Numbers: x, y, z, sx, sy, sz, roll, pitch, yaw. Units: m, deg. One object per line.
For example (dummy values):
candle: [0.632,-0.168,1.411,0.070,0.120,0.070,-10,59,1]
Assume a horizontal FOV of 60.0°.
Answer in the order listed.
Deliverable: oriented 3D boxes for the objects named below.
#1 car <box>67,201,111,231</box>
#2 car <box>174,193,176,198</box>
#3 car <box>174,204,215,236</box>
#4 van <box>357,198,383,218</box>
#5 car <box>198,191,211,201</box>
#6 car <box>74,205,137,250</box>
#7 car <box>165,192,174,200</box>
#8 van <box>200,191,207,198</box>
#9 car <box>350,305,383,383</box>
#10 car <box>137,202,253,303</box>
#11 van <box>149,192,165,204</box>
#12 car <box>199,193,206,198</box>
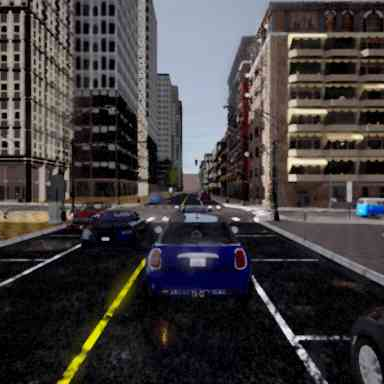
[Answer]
car: [-5.662,1.286,19.156,1.967,1.590,4.097,0,0,0]
car: [-5.555,0.751,90.485,1.967,1.590,4.097,0,0,0]
car: [0.127,1.418,18.026,1.994,1.385,4.181,0,0,0]
van: [16.975,1.465,29.857,3.998,1.788,1.690,1,-1,0]
car: [2.792,0.787,68.270,2.192,1.841,5.009,0,0,0]
car: [-3.013,1.454,13.677,1.994,1.385,4.181,0,0,1]
car: [-5.580,0.958,73.663,1.752,1.417,4.829,0,0,0]
van: [2.817,0.692,84.922,1.690,1.788,3.998,0,0,0]
car: [2.693,1.532,2.199,2.008,1.369,4.403,0,0,0]
car: [0.112,1.284,8.200,2.097,1.767,4.553,0,0,0]
van: [-5.613,0.936,51.629,1.690,1.788,3.998,0,0,0]
car: [2.826,0.862,90.474,2.008,1.369,4.403,0,0,0]
